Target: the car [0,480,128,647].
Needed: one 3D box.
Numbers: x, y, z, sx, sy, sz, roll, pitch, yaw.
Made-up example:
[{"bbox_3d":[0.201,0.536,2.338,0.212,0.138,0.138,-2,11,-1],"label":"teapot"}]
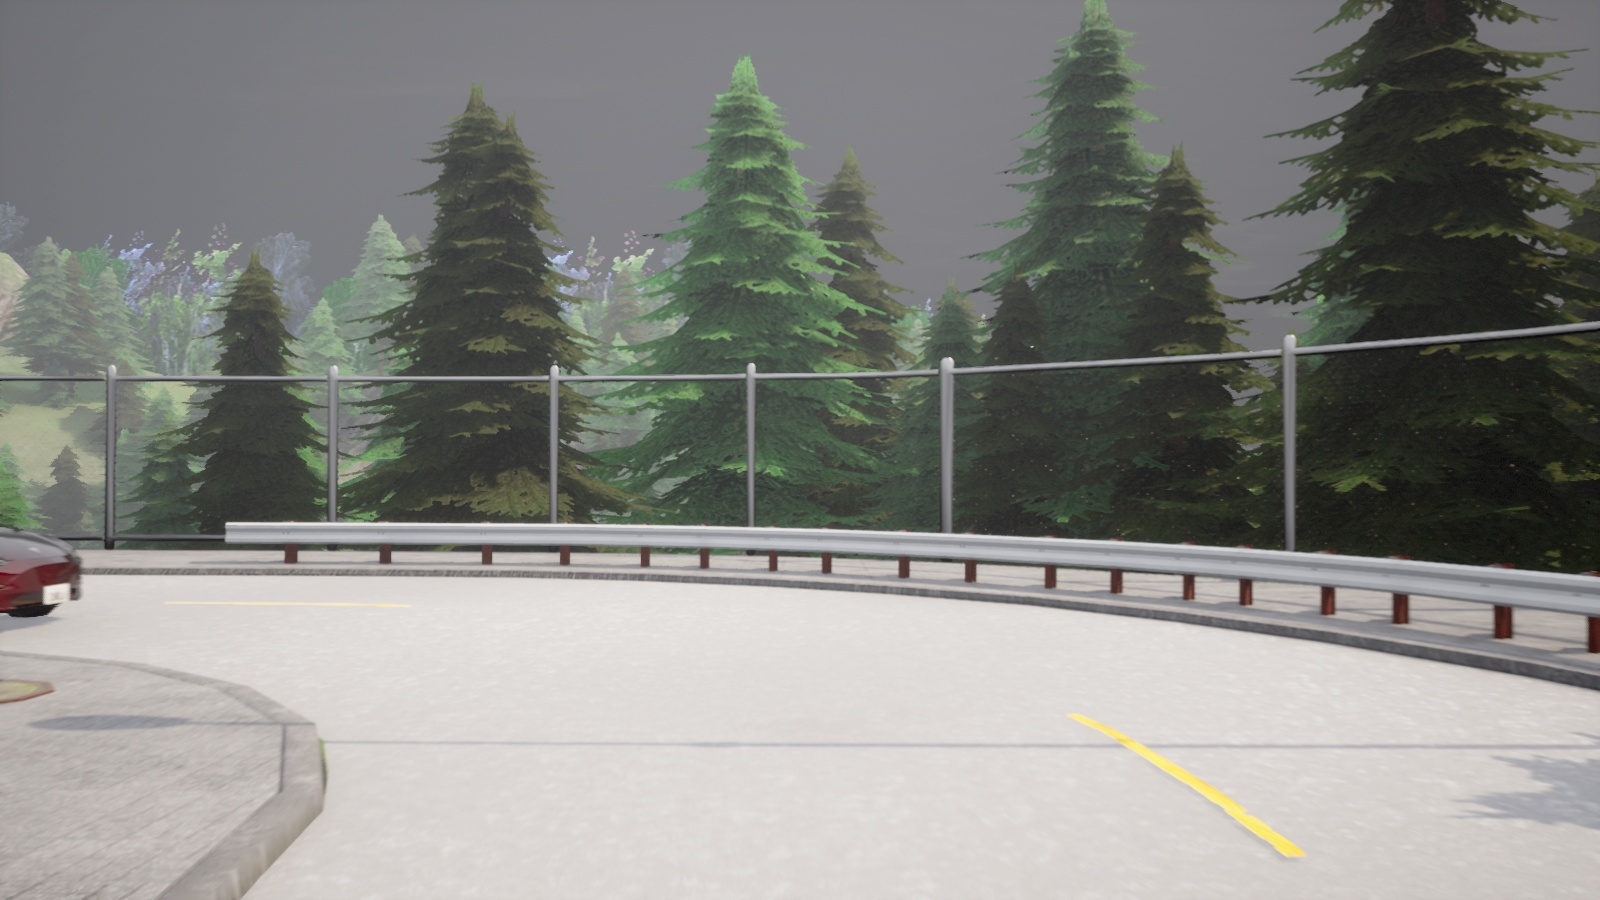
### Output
[{"bbox_3d":[-9.598,1.061,12.384,4.792,1.488,2.163,0,-1,1],"label":"car"}]
